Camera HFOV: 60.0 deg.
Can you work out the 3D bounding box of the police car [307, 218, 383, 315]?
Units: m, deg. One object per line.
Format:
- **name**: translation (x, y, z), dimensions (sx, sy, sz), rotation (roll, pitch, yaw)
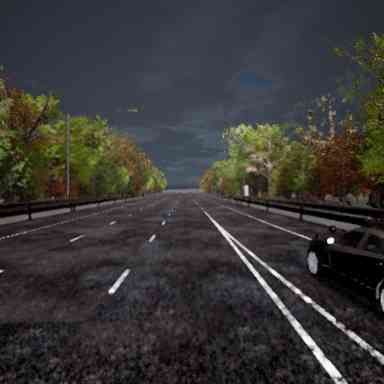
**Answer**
- **police car**: translation (4.138, 1.389, 7.122), dimensions (1.930, 1.638, 5.238), rotation (0, 0, -4)
